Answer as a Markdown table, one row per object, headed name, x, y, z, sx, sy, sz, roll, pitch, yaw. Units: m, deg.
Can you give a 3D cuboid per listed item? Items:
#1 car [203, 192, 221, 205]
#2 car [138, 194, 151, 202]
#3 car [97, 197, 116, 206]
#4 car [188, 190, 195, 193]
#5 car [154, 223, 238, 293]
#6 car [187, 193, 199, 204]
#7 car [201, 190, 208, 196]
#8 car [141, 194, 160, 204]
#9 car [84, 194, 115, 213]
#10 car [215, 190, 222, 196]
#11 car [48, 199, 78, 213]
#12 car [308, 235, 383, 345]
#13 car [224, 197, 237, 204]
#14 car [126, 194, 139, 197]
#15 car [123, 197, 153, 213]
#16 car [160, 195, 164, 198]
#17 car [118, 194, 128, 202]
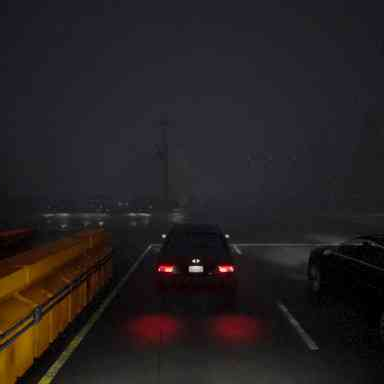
| name | x | y | z | sx | sy | sz | roll | pitch | yaw |
| --- | --- | --- | --- | --- | --- | --- | --- | --- | --- |
| car | 3.678 | 1.351 | 60.979 | 2.097 | 1.767 | 4.553 | 0 | 0 | 0 |
| car | -10.464 | 1.264 | 73.758 | 2.033 | 1.411 | 5.357 | 0 | 2 | 0 |
| car | -14.004 | 1.563 | 54.657 | 1.994 | 1.385 | 4.181 | 0 | 0 | 0 |
| car | -0.021 | 0.116 | 88.533 | 1.882 | 1.535 | 5.008 | 0 | 7 | 0 |
| car | 0.096 | 1.547 | 8.990 | 2.033 | 1.411 | 5.357 | 0 | 0 | 0 |
| car | 0.177 | 1.504 | 61.351 | 1.837 | 1.490 | 4.892 | 0 | 0 | 0 |
| car | 3.479 | 0.190 | 88.555 | 1.994 | 1.385 | 4.181 | 0 | 7 | 0 |
| car | -7.006 | 1.547 | 54.569 | 2.033 | 1.411 | 5.357 | 0 | 0 | 0 |
| car | -10.536 | 1.222 | 38.020 | 2.150 | 2.045 | 5.566 | 0 | 0 | 0 |
| car | 6.979 | 0.138 | 88.563 | 1.837 | 1.490 | 4.892 | 0 | 7 | 0 |
| car | -14.040 | 1.504 | 36.517 | 1.837 | 1.490 | 4.892 | 0 | 0 | 0 |
| car | 3.577 | 1.492 | 5.811 | 2.128 | 1.511 | 4.902 | 0 | 0 | 0 |
| car | 7.176 | 1.562 | 61.787 | 1.994 | 1.385 | 4.181 | 0 | 0 | 0 |
| car | -10.465 | 1.543 | 62.760 | 2.033 | 1.411 | 5.357 | 0 | 0 | 0 |
| car | -6.054 | 1.547 | 36.805 | 2.033 | 1.411 | 5.357 | 0 | 0 | -16 |
| car | -6.949 | 1.394 | 69.972 | 2.128 | 1.511 | 4.902 | 0 | 1 | 0 |
| car | -13.948 | 1.234 | 69.525 | 2.097 | 1.767 | 4.553 | 0 | 1 | 0 |
